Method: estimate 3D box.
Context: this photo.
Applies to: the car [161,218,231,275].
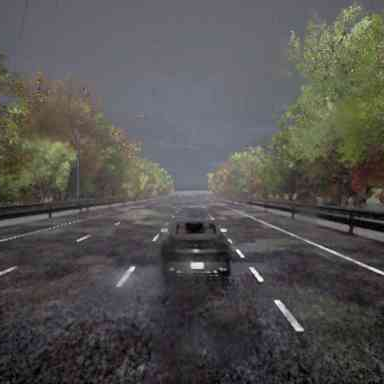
[{"bbox_3d":[0.081,1.566,10.401,1.837,1.490,4.892,0,-1,-1],"label":"car"}]
